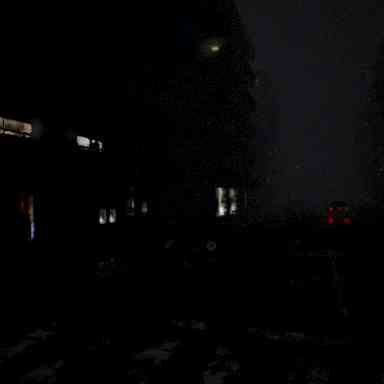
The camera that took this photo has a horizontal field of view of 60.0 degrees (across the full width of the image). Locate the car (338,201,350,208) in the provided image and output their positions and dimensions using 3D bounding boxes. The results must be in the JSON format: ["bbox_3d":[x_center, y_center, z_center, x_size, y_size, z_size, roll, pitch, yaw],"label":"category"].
[{"bbox_3d":[30.668,2.461,66.987,1.887,1.381,4.507,-1,-1,21],"label":"car"}]

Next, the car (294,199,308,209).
[{"bbox_3d":[20.820,2.334,64.726,2.192,1.841,5.009,-1,-1,21],"label":"car"}]

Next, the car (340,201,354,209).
[{"bbox_3d":[28.639,2.385,61.701,2.008,1.369,4.403,-1,-1,21],"label":"car"}]

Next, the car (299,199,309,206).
[{"bbox_3d":[28.935,2.673,85.866,2.192,1.841,5.009,-1,-1,21],"label":"car"}]

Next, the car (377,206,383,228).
[{"bbox_3d":[12.466,1.721,19.577,1.752,1.417,4.829,-1,-1,21],"label":"car"}]

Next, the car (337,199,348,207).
[{"bbox_3d":[32.695,2.439,72.273,1.967,1.590,4.097,-1,-1,21],"label":"car"}]

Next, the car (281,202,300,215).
[{"bbox_3d":[12.707,2.277,43.577,1.802,1.307,4.206,-1,-1,21],"label":"car"}]

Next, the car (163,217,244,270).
[{"bbox_3d":[0.531,1.671,11.868,1.967,1.590,4.097,-1,-1,21],"label":"car"}]

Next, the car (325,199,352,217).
[{"bbox_3d":[16.522,1.859,37.522,2.097,1.767,4.553,-1,-1,21],"label":"car"}]

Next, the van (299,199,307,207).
[{"bbox_3d":[26.908,2.609,80.582,1.690,1.788,3.998,-1,-1,21],"label":"van"}]

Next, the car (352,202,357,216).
[{"bbox_3d":[18.492,1.974,35.272,1.887,1.381,4.507,-1,-1,21],"label":"car"}]

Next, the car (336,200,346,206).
[{"bbox_3d":[34.727,2.665,77.556,1.802,1.307,4.206,-1,-1,21],"label":"car"}]

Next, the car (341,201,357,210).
[{"bbox_3d":[26.610,2.304,56.415,2.008,1.369,4.403,-1,-1,21],"label":"car"}]

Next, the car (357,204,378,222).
[{"bbox_3d":[16.463,1.893,29.988,1.887,1.381,4.507,-1,-1,21],"label":"car"}]

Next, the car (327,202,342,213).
[{"bbox_3d":[20.203,2.182,47.221,1.812,1.442,4.674,-1,-1,21],"label":"car"}]
